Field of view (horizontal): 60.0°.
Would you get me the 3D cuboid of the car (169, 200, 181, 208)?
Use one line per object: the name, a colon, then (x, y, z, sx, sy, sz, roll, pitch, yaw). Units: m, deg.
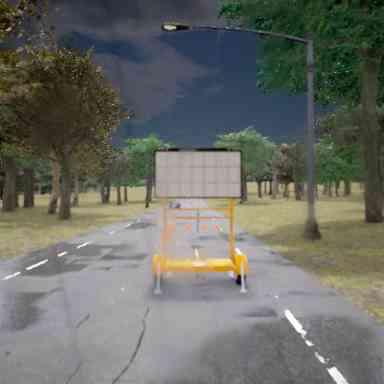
car: (-2.925, 2.217, 57.839, 2.128, 1.511, 4.902, 0, -1, 1)

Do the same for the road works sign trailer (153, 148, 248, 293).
road works sign trailer: (0.166, 0.585, 9.225, 2.380, 3.560, 2.880, 0, -1, -2)
